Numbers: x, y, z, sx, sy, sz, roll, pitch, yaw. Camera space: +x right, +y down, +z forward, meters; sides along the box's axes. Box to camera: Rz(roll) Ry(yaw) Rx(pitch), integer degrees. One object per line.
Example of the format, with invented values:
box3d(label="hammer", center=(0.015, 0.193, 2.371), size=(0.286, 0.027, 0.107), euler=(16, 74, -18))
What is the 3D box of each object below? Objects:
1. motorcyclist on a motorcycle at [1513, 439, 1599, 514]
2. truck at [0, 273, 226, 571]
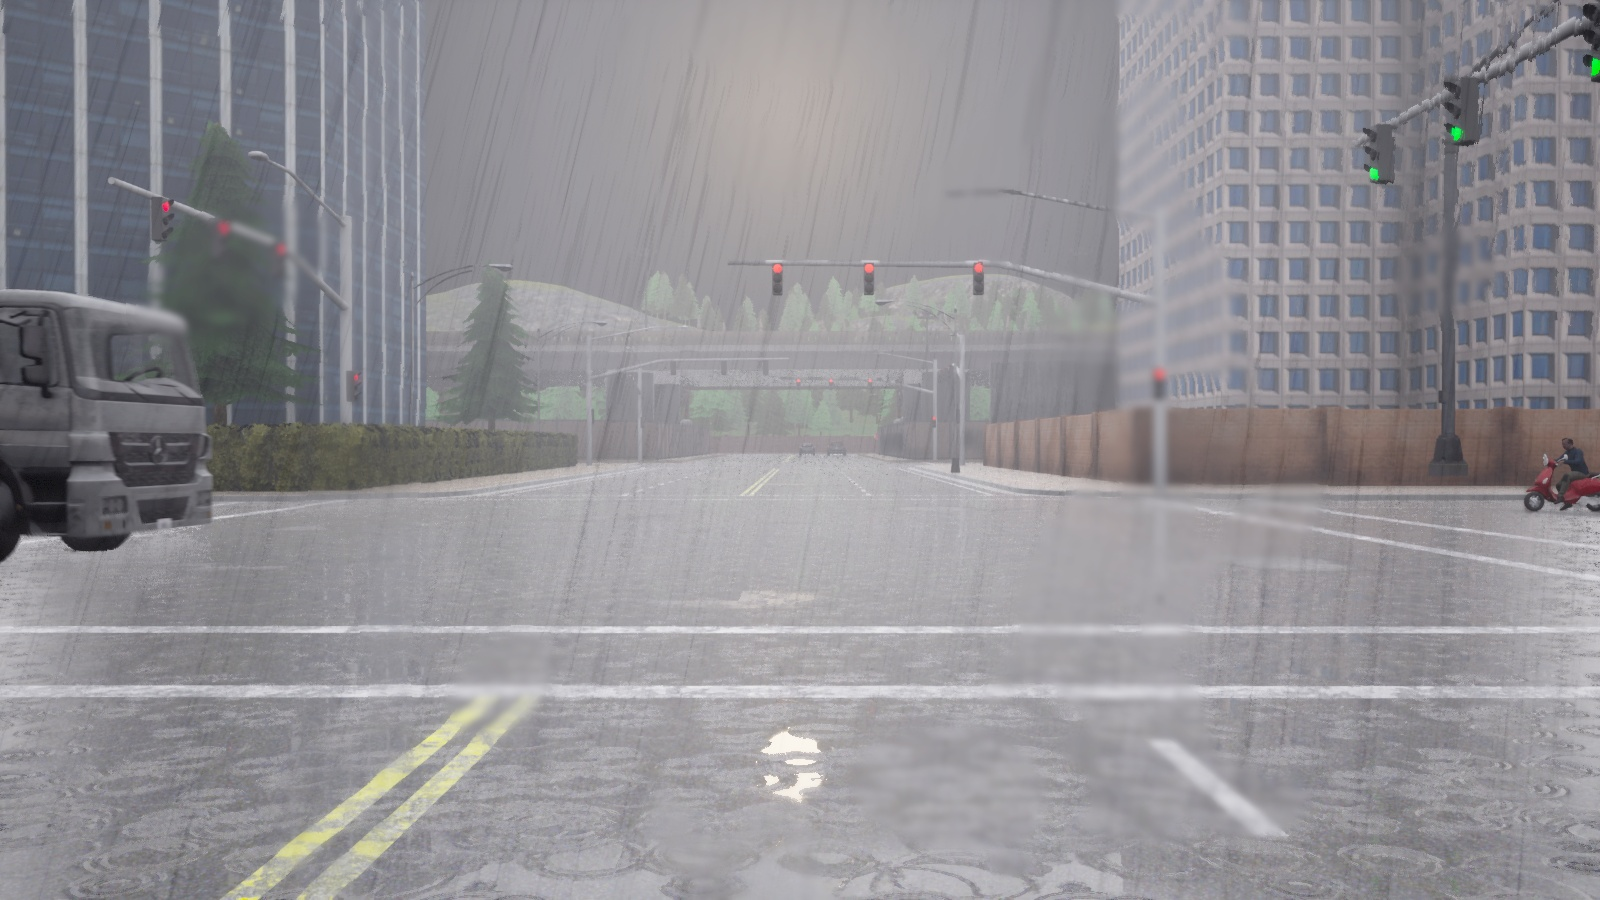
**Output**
box3d(label="motorcyclist on a motorcycle", center=(16.569, 0.560, 27.136), size=(1.817, 1.590, 0.866), euler=(0, 0, 1))
box3d(label="truck", center=(-12.030, -0.337, 16.248), size=(7.936, 3.462, 2.891), euler=(0, 0, 3))
